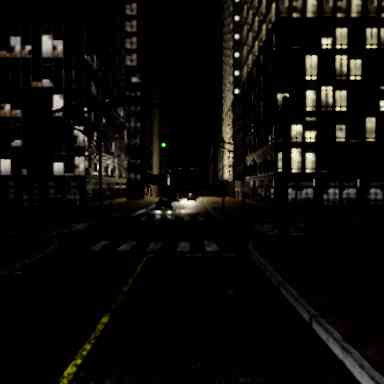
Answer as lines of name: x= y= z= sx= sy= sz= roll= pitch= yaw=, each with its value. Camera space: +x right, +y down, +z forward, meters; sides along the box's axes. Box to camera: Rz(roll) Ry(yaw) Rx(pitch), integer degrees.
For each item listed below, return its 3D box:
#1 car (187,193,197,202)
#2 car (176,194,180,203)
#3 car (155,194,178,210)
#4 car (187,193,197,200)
car: x=-0.030 y=1.143 z=63.301 sx=2.033 sy=1.411 sz=5.357 roll=0 pitch=0 yaw=0
car: x=-3.071 y=1.138 z=56.963 sx=1.837 sy=1.490 sz=4.892 roll=0 pitch=0 yaw=0
car: x=-3.111 y=1.290 z=38.371 sx=2.033 sy=1.411 sz=5.357 roll=0 pitch=0 yaw=0
car: x=-0.035 y=1.048 z=73.718 sx=2.128 sy=1.511 sz=4.902 roll=0 pitch=0 yaw=0
